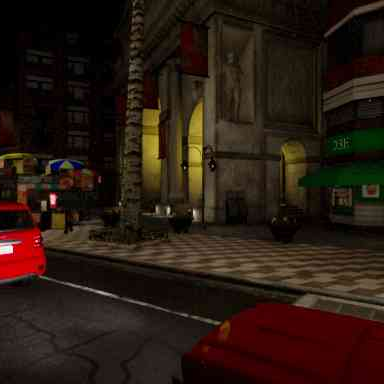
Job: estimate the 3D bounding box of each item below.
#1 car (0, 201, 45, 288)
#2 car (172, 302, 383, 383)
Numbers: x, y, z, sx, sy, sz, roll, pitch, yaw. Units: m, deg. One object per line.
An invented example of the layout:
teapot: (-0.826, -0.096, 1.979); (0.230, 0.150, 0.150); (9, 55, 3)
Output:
car: (-5.827, 1.224, 8.032); (5.566, 2.045, 2.150); (0, 0, 35)
car: (2.143, 1.601, 2.320); (4.718, 1.301, 1.895); (0, 0, 36)
